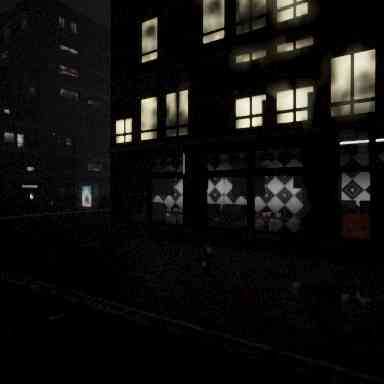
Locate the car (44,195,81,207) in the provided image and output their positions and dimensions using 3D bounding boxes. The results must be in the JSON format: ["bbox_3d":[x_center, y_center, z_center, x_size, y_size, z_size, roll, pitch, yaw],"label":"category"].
[{"bbox_3d":[-16.660,1.074,42.917,1.802,1.307,4.206,1,2,35],"label":"car"}]

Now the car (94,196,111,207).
[{"bbox_3d":[-9.754,1.072,38.170,1.947,1.339,4.313,1,2,35],"label":"car"}]

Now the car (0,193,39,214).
[{"bbox_3d":[-16.106,1.029,29.069,2.192,1.841,5.009,1,2,35],"label":"car"}]

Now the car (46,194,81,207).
[{"bbox_3d":[-14.983,1.002,40.813,2.128,1.511,4.902,0,1,35],"label":"car"}]
